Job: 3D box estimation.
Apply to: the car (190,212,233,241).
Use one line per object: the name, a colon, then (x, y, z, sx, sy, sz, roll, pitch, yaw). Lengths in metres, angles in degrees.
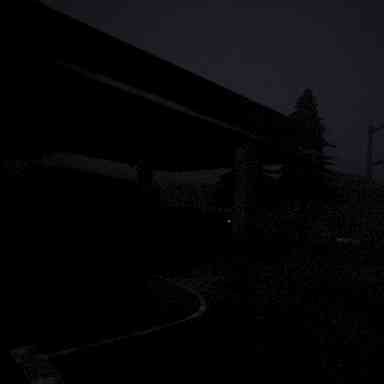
car: (1.597, 2.495, 24.308, 1.905, 1.878, 3.866, 5, -3, -41)

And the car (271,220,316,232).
car: (9.582, 3.413, 31.732, 1.994, 1.385, 4.181, 5, -3, -40)

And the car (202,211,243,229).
car: (3.531, 3.221, 38.884, 2.097, 1.767, 4.553, 5, -3, -40)
